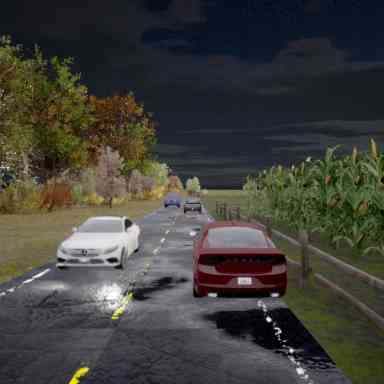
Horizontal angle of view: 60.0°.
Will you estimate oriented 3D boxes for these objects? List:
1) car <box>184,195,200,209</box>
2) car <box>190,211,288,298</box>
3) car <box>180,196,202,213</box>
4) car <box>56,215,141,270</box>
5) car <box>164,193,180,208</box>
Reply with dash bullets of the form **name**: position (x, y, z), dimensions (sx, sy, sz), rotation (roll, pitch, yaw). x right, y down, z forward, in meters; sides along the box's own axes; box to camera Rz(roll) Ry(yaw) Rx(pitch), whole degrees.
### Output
- **car**: position (0.060, 1.346, 46.034), dimensions (2.097, 1.767, 4.553), rotation (0, 0, 1)
- **car**: position (0.964, 1.475, 8.554), dimensions (1.882, 1.535, 5.008), rotation (0, 0, 0)
- **car**: position (0.078, 1.486, 35.999), dimensions (2.128, 1.511, 4.902), rotation (0, 0, 0)
- **car**: position (-2.850, 1.523, 11.115), dimensions (1.812, 1.442, 4.674), rotation (0, 0, 0)
- **car**: position (-2.746, 1.215, 47.306), dimensions (2.150, 2.045, 5.566), rotation (0, 0, 0)
